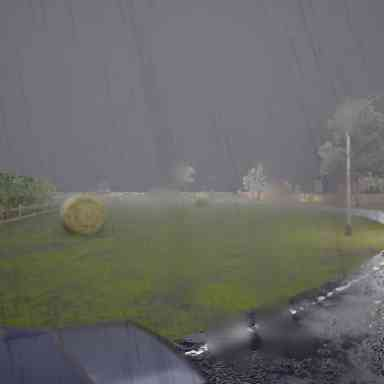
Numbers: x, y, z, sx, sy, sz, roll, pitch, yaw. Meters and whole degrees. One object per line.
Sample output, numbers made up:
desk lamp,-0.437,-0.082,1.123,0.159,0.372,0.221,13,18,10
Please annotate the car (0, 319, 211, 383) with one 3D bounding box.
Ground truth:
car,-2.289,1.569,1.479,5.357,1.411,2.033,0,-1,-35
